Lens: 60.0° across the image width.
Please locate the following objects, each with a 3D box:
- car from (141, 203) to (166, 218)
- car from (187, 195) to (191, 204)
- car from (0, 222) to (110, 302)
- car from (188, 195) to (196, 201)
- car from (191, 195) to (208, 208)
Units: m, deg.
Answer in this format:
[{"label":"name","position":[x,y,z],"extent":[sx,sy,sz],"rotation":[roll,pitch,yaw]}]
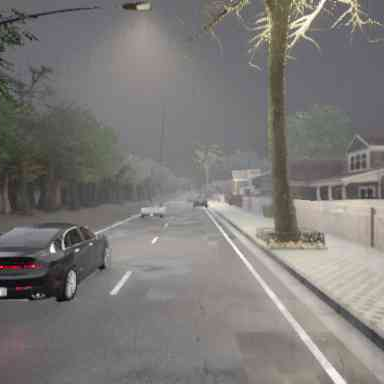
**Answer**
[{"label":"car","position":[-3.405,1.638,30.248],"extent":[1.895,1.301,4.718],"rotation":[0,0,0]},{"label":"car","position":[-0.011,1.670,67.137],"extent":[2.033,1.411,5.357],"rotation":[0,0,0]},{"label":"car","position":[-3.400,1.513,8.271],"extent":[1.837,1.490,4.892],"rotation":[0,0,0]},{"label":"car","position":[-0.014,1.552,84.474],"extent":[2.033,1.411,5.357],"rotation":[0,0,0]},{"label":"car","position":[1.216,1.422,48.446],"extent":[2.097,1.767,4.553],"rotation":[0,0,0]}]
